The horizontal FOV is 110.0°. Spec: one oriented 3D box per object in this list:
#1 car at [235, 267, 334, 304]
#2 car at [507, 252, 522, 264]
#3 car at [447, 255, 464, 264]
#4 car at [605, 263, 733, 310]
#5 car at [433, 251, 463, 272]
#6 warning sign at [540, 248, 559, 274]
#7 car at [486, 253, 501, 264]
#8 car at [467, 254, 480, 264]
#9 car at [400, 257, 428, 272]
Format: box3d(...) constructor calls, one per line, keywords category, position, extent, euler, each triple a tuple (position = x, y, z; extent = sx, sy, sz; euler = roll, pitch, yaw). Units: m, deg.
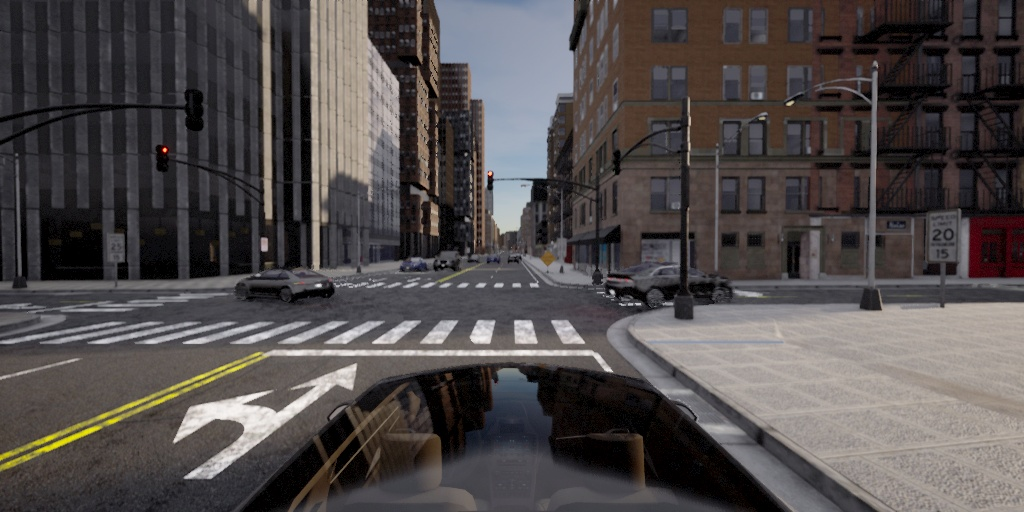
box3d(category="car", position=(-9.737, 1.174, 15.359), extent=(4.181, 1.385, 1.994), euler=(0, 1, 23))
box3d(category="car", position=(0.193, 0.497, 58.743), extent=(1.837, 1.490, 4.892), euler=(0, 1, 0))
box3d(category="car", position=(-9.613, 0.505, 61.508), extent=(2.033, 1.411, 5.357), euler=(0, 1, 0))
box3d(category="car", position=(5.826, 1.010, 13.247), extent=(4.902, 1.511, 2.128), euler=(-1, 0, -18))
box3d(category="car", position=(-6.506, 0.503, 36.686), extent=(2.150, 2.045, 5.566), euler=(0, 1, 0))
box3d(category="warning sign", position=(2.917, 0.496, 29.148), extent=(1.300, 1.860, 1.060), euler=(0, 0, 0))
box3d(category="car", position=(-3.050, 0.335, 59.490), extent=(2.097, 1.767, 4.553), euler=(0, 1, 1))
box3d(category="car", position=(-6.386, 0.485, 59.832), extent=(1.837, 1.490, 4.892), euler=(0, 0, 1))
box3d(category="car", position=(-9.762, 0.818, 35.913), extent=(1.812, 1.442, 4.674), euler=(0, 1, 0))
